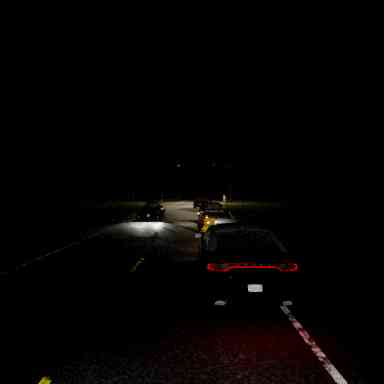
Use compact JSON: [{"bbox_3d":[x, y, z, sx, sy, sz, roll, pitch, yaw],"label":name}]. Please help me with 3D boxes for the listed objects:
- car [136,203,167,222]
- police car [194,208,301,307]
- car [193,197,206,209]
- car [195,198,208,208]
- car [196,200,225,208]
[{"bbox_3d":[-3.165,1.556,26.556,1.994,1.385,4.181,0,0,2],"label":"car"},{"bbox_3d":[1.097,1.425,8.220,1.930,1.638,5.238,0,0,1],"label":"police car"},{"bbox_3d":[1.215,1.450,45.781,1.882,1.535,5.008,0,0,3],"label":"car"},{"bbox_3d":[1.397,1.471,24.060,1.882,1.535,5.008,0,0,2],"label":"car"},{"bbox_3d":[1.257,1.452,18.270,1.801,1.575,5.366,0,0,1],"label":"car"}]
